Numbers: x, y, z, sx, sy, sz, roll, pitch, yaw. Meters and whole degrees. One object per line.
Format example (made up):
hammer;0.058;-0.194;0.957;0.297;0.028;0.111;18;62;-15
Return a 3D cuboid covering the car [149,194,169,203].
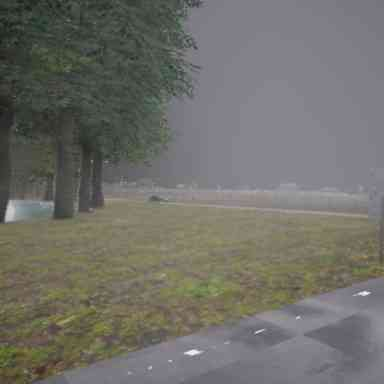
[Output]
car;-5.806;1.098;59.142;2.128;1.511;4.902;3;-1;-35
